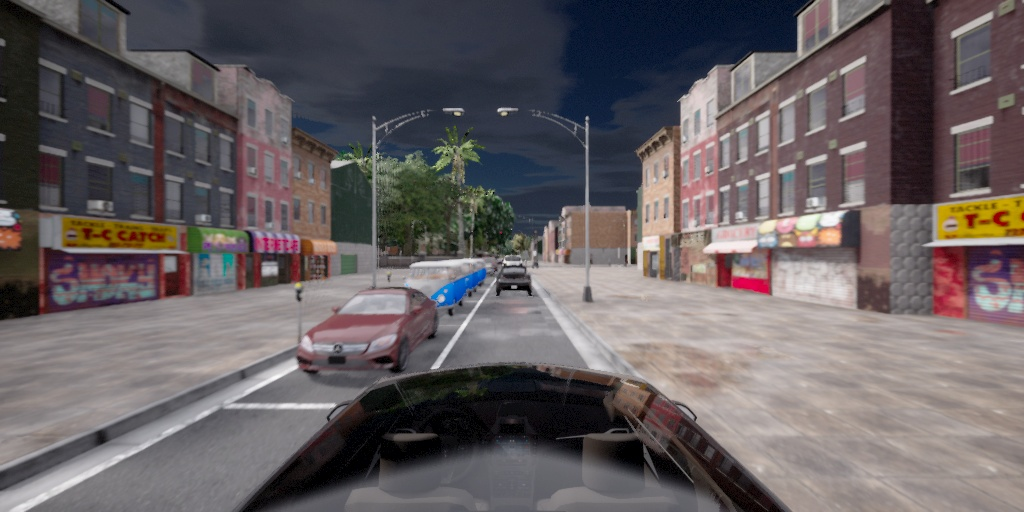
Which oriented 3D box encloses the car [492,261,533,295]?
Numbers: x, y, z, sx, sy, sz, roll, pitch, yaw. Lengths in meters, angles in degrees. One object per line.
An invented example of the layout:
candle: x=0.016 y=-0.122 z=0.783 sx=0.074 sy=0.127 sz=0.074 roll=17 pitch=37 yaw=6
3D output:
car: x=0.105 y=1.236 z=19.606 sx=1.837 sy=1.490 sz=4.892 roll=0 pitch=0 yaw=0

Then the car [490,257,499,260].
car: x=-2.626 y=1.029 z=40.282 sx=2.192 sy=1.841 sz=5.009 roll=0 pitch=0 yaw=0

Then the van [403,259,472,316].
van: x=-2.634 y=1.078 z=12.962 sx=1.690 sy=1.789 sz=3.998 roll=0 pitch=0 yaw=0

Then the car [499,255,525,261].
car: x=0.110 y=0.936 z=37.127 sx=2.150 sy=2.045 sz=5.566 roll=0 pitch=0 yaw=0

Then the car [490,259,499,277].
car: x=-2.628 y=1.267 z=34.819 sx=2.007 sy=1.370 sz=4.403 roll=0 pitch=0 yaw=0

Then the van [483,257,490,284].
van: x=-2.631 y=1.067 z=23.891 sx=1.690 sy=1.789 sz=3.998 roll=0 pitch=0 yaw=0

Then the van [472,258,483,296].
van: x=-2.632 y=1.073 z=18.427 sx=1.690 sy=1.789 sz=3.998 roll=0 pitch=0 yaw=0

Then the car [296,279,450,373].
car: x=-2.635 y=1.325 z=7.498 sx=1.802 sy=1.307 sz=4.207 roll=0 pitch=0 yaw=0
